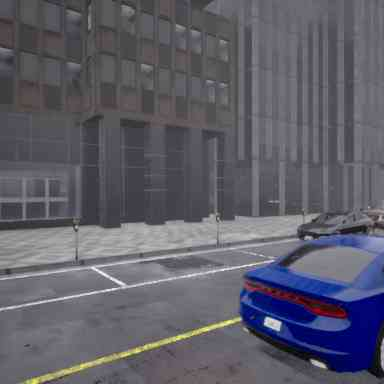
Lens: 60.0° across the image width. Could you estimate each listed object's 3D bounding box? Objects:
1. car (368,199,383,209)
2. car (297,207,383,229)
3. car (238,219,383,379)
[{"bbox_3d":[11.275,1.314,18.559,5.009,1.841,2.192,0,0,-35],"label":"car"},{"bbox_3d":[6.687,1.565,15.285,4.313,1.339,1.947,0,0,-35],"label":"car"},{"bbox_3d":[3.016,1.477,5.586,5.008,1.535,1.882,0,0,-36],"label":"car"}]
